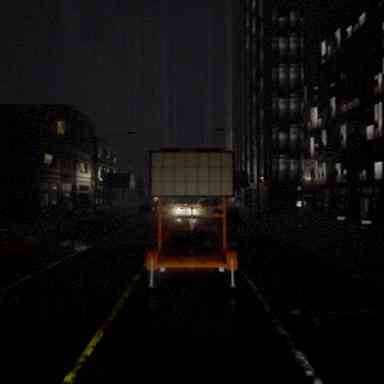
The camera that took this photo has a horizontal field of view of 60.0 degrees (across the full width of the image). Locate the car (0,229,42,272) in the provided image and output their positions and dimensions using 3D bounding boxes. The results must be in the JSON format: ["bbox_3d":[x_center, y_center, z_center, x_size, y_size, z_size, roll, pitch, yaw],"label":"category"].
[{"bbox_3d":[-5.689,1.611,8.795,1.752,1.417,4.829,0,-1,0],"label":"car"}]

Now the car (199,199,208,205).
[{"bbox_3d":[2.714,2.347,80.777,2.008,1.369,4.403,0,-1,0],"label":"car"}]

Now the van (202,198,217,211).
[{"bbox_3d":[2.701,1.800,47.635,1.690,1.788,3.998,0,-1,0],"label":"van"}]

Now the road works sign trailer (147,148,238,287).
[{"bbox_3d":[0.003,0.555,9.567,2.380,3.560,2.880,0,-1,0],"label":"road works sign trailer"}]

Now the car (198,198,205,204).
[{"bbox_3d":[2.717,2.437,91.994,1.752,1.417,4.829,0,-1,0],"label":"car"}]

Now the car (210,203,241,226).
[{"bbox_3d":[2.696,1.792,25.537,2.008,1.369,4.403,0,-1,0],"label":"car"}]

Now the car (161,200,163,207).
[{"bbox_3d":[-5.677,2.007,47.632,1.887,1.381,4.507,0,-1,0],"label":"car"}]

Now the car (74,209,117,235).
[{"bbox_3d":[-5.686,1.743,20.014,2.008,1.369,4.403,0,-1,0],"label":"car"}]

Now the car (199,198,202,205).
[{"bbox_3d":[2.708,2.154,64.374,1.752,1.417,4.829,0,-1,0],"label":"car"}]

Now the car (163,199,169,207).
[{"bbox_3d":[-5.673,2.140,58.679,1.947,1.339,4.313,0,-1,0],"label":"car"}]

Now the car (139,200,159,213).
[{"bbox_3d":[-5.679,1.957,42.108,2.008,1.369,4.403,0,-1,0],"label":"car"}]

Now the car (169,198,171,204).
[{"bbox_3d":[-5.672,2.070,64.205,1.967,1.590,4.097,0,-1,0],"label":"car"}]

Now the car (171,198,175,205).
[{"bbox_3d":[-5.666,2.381,80.775,1.802,1.307,4.206,0,-1,0],"label":"car"}]
